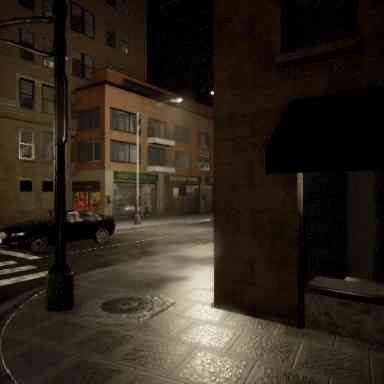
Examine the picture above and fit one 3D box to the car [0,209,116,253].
[{"bbox_3d":[-5.490,1.514,14.046,2.128,1.511,4.902,0,0,37],"label":"car"}]
